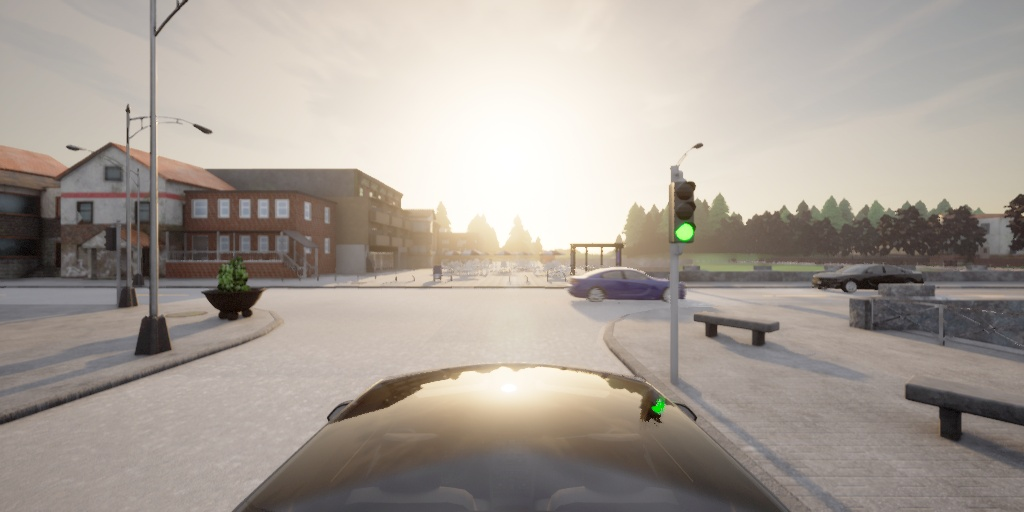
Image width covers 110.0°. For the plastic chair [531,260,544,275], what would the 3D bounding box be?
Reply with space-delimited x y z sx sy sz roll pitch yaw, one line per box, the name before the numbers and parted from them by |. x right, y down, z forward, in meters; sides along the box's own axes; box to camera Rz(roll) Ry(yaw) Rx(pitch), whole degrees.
plastic chair | 2.478 1.215 34.866 0.730 1.272 0.750 0 0 0

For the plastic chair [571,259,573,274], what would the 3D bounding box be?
plastic chair | 6.639 1.198 43.336 0.730 1.272 0.750 0 0 0

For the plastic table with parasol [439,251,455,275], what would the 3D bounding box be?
plastic table with parasol | -6.839 0.598 42.242 2.482 2.480 2.482 0 0 0

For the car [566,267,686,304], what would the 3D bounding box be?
car | 4.919 1.247 15.648 5.008 1.535 1.882 0 0 0

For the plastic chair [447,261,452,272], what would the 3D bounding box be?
plastic chair | -6.774 1.204 41.064 0.750 1.272 0.730 0 0 0

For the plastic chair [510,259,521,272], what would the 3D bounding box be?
plastic chair | 0.433 1.200 42.481 0.730 1.272 0.750 0 0 0

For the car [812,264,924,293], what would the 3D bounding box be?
car | 19.345 1.190 19.647 5.008 1.535 1.882 0 0 0

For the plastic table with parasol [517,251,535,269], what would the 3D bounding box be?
plastic table with parasol | 1.508 0.581 50.183 2.482 2.480 2.482 0 0 0

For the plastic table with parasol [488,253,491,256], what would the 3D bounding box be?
plastic table with parasol | -4.223 0.569 57.144 2.482 2.480 2.482 0 0 0

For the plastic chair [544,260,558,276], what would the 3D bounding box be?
plastic chair | 3.669 1.217 33.557 0.750 1.272 0.730 0 0 0

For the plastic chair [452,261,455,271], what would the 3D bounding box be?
plastic chair | -5.316 1.214 35.721 0.730 1.272 0.750 0 0 0

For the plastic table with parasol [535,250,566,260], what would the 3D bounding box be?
plastic table with parasol | 3.818 0.611 34.826 2.482 2.480 2.482 0 0 0

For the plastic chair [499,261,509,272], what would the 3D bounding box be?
plastic chair | -0.975 1.203 41.391 0.750 1.272 0.730 0 0 0

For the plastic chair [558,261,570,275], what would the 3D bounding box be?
plastic chair | 5.077 1.215 34.647 0.730 1.272 0.750 0 0 0

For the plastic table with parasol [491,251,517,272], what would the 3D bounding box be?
plastic table with parasol | -0.917 0.596 42.590 2.482 2.480 2.482 0 0 0

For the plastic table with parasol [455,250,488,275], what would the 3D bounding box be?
plastic table with parasol | -3.996 0.610 35.632 2.482 2.480 2.482 0 0 0

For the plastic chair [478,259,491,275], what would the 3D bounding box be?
plastic chair | -2.717 1.214 35.503 0.730 1.272 0.750 0 0 0

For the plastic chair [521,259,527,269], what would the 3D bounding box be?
plastic chair | 1.383 1.187 49.006 0.750 1.272 0.730 0 0 0

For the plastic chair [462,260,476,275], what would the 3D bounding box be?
plastic chair | -4.125 1.217 34.413 0.750 1.272 0.730 0 0 0
